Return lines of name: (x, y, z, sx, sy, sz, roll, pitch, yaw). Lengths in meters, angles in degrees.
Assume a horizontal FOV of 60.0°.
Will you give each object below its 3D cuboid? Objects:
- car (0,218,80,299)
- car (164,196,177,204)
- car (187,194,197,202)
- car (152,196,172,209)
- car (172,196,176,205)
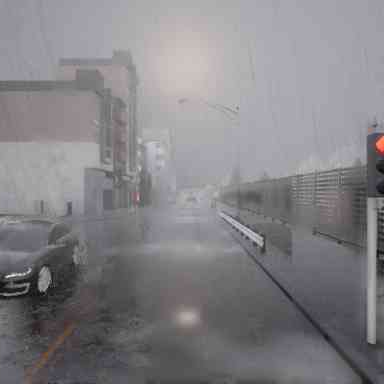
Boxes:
car: (-4.251, 1.505, 8.638, 1.837, 1.490, 4.892, 2, 0, -6)
car: (-4.077, 1.491, 64.827, 2.128, 1.511, 4.902, 0, 0, 0)
car: (-0.038, 1.355, 76.616, 2.097, 1.767, 4.553, 0, 0, 0)
car: (-4.116, 1.505, 44.346, 1.837, 1.490, 4.892, 0, 0, 0)
car: (-4.113, 1.477, 54.579, 1.882, 1.535, 5.008, 0, 0, 0)
